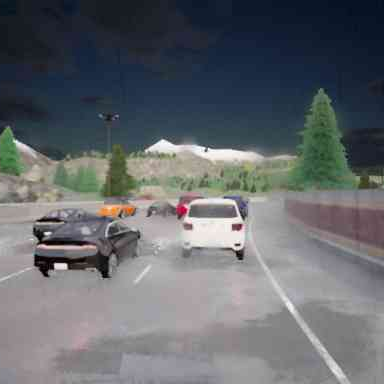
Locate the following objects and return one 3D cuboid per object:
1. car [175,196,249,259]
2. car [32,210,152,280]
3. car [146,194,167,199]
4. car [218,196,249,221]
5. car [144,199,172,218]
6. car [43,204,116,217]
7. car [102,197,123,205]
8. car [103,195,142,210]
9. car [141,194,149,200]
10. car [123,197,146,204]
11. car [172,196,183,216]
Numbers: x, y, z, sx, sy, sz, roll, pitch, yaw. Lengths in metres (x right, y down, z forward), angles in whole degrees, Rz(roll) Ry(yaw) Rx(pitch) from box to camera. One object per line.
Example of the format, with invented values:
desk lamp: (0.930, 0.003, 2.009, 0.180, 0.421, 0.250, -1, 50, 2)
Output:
car: (0.915, 1.278, 13.138, 2.150, 2.045, 5.566, 0, 0, 6)
car: (-2.857, 1.526, 10.150, 2.128, 1.511, 4.902, 0, 0, 5)
car: (-6.187, 1.725, 64.472, 1.882, 1.535, 5.008, 0, 0, 25)
car: (3.778, 1.353, 29.603, 2.150, 2.045, 5.566, 0, 0, 13)
car: (-2.860, 1.649, 31.850, 1.812, 1.442, 4.674, 0, 0, 13)
car: (-5.735, 1.544, 16.230, 2.128, 1.511, 4.902, 0, 0, 7)
car: (-16.176, 1.759, 67.932, 1.812, 1.442, 4.674, 0, 0, 25)
car: (-6.678, 1.461, 30.788, 2.097, 1.767, 4.553, 0, 0, 12)
car: (-9.470, 1.467, 65.703, 2.150, 2.045, 5.566, 0, 0, 25)
car: (-11.788, 1.791, 68.990, 2.033, 1.411, 5.357, 0, 0, 25)
car: (0.214, 1.344, 29.749, 2.150, 2.045, 5.566, 0, 0, 13)
